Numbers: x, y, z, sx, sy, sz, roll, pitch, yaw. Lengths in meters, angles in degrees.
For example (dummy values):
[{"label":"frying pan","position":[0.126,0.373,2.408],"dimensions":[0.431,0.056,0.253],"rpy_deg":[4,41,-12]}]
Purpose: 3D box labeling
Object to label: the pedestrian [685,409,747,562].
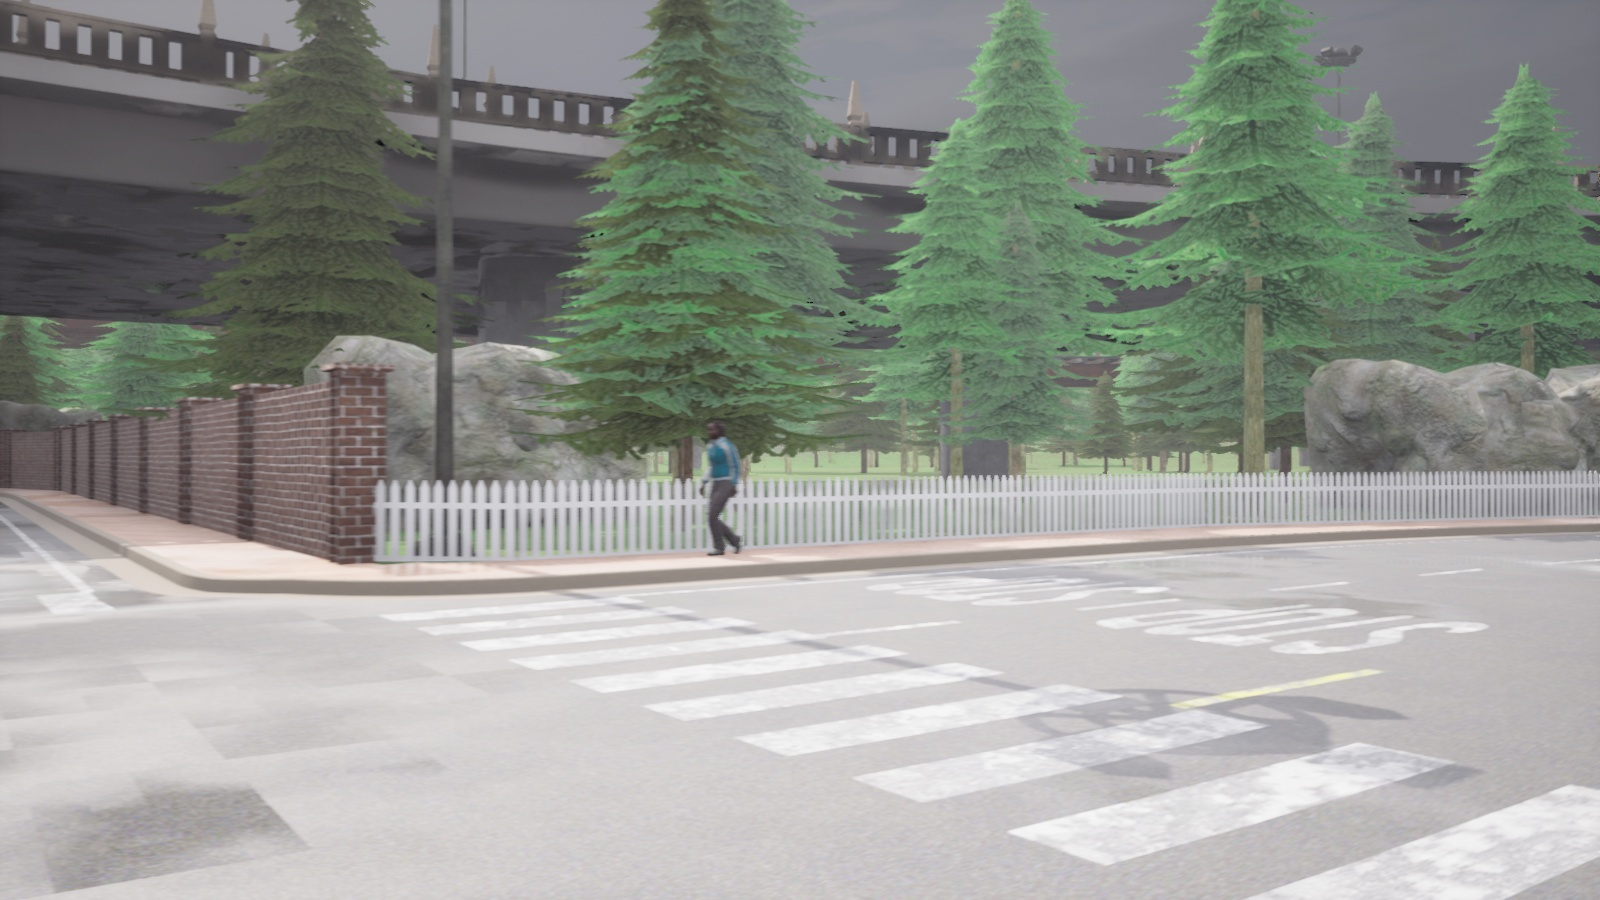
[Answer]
[{"label":"pedestrian","position":[-1.080,0.446,16.210],"dimensions":[0.692,1.930,0.396],"rpy_deg":[0,0,-35]}]
